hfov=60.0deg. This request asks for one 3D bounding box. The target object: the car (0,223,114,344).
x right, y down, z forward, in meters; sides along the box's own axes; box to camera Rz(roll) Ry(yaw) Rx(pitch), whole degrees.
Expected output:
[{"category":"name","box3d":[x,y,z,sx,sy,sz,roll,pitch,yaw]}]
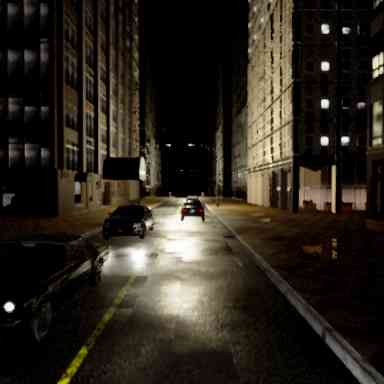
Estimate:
[{"category":"car","box3d":[-3.091,1.558,6.451,1.895,1.301,4.718,0,0,0]}]

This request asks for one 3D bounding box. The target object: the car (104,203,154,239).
[{"category":"car","box3d":[-3.053,1.368,16.797,1.882,1.535,5.008,0,0,0]}]

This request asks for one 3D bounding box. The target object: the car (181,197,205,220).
[{"category":"car","box3d":[0.070,1.380,26.180,2.033,1.411,5.357,0,0,0]}]
